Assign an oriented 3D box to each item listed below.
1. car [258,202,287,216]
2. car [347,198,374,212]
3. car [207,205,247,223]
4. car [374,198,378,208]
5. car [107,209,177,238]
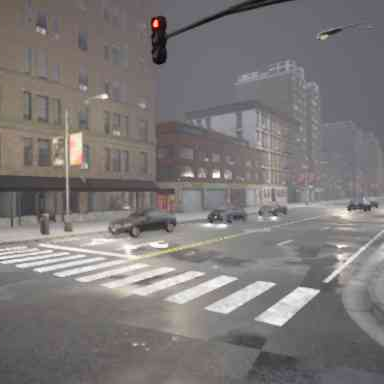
[{"bbox_3d":[8.845,1.781,36.100,1.812,1.442,4.674,-1,-1,35],"label":"car"},{"bbox_3d":[21.046,1.495,41.818,2.097,1.767,4.553,-1,-1,35],"label":"car"},{"bbox_3d":[2.987,1.809,27.805,1.994,1.385,4.181,-1,-1,35],"label":"car"},{"bbox_3d":[26.650,1.630,49.751,1.882,1.535,5.008,-1,-1,31],"label":"car"},{"bbox_3d":[-2.785,1.761,19.625,1.812,1.442,4.674,-1,-1,37],"label":"car"}]
